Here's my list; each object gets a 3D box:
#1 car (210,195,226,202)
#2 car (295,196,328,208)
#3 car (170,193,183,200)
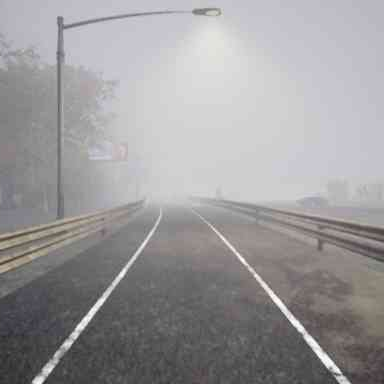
[{"bbox_3d":[5.402,1.391,69.668,1.837,1.490,4.892,0,0,-21],"label":"car"},{"bbox_3d":[15.587,1.307,43.569,1.837,1.490,4.892,0,0,-21],"label":"car"},{"bbox_3d":[-4.437,1.194,94.863,2.150,2.045,5.566,0,0,-21],"label":"car"}]
